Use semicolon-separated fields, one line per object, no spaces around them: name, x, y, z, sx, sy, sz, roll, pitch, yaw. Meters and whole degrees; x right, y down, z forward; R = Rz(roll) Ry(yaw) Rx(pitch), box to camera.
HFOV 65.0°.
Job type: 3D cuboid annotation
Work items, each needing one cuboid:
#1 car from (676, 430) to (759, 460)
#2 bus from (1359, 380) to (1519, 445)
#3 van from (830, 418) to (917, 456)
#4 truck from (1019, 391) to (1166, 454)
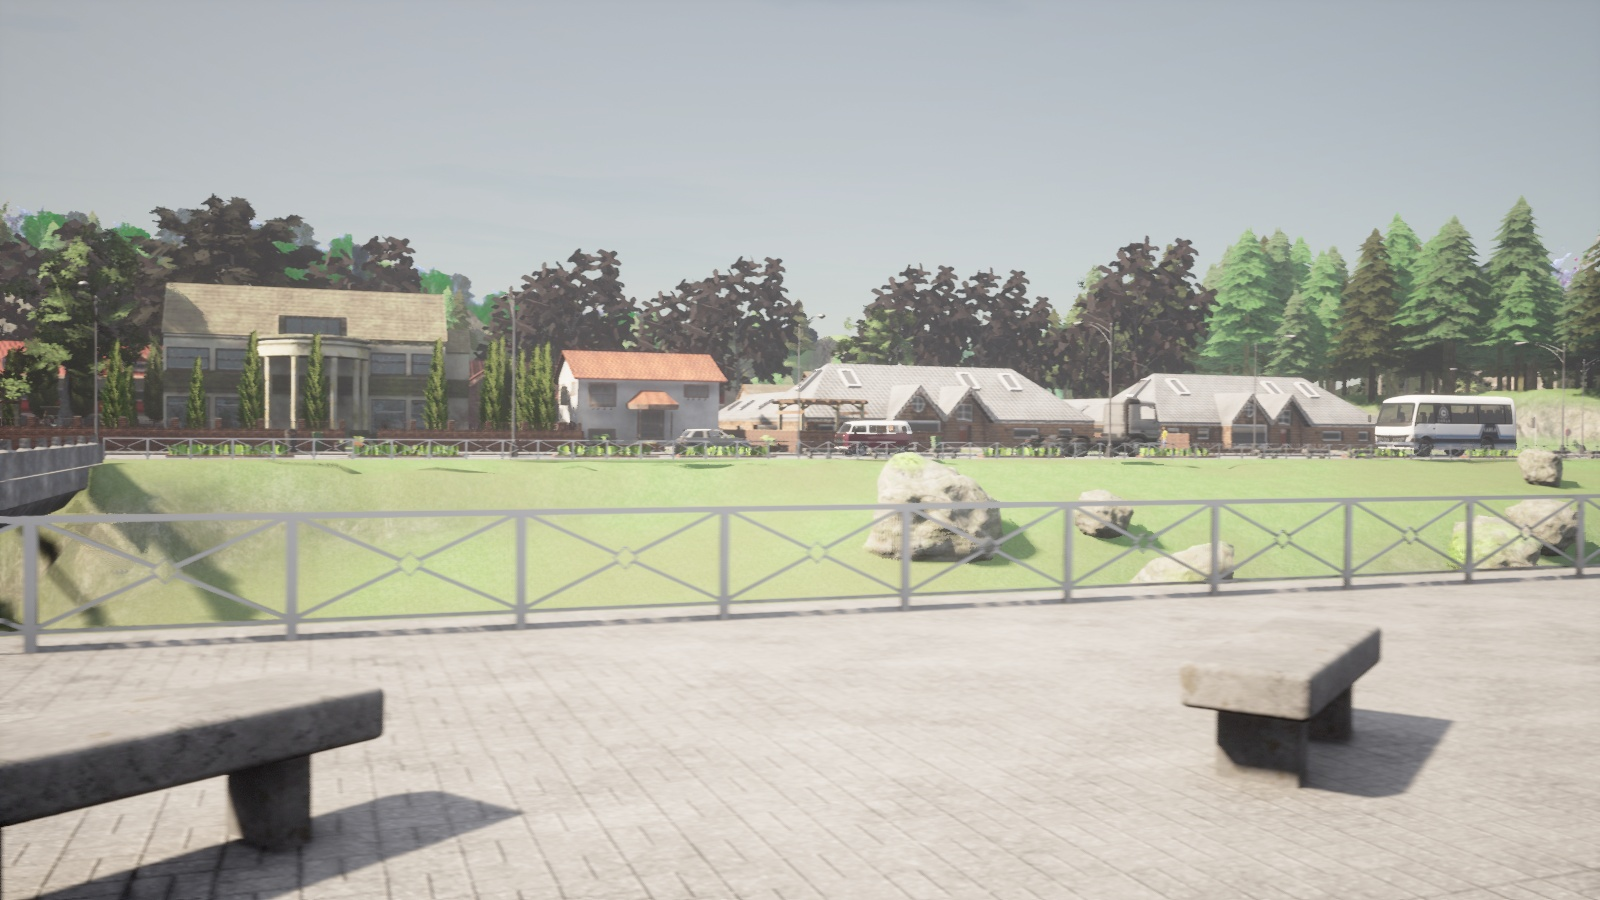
car;-4.214;-0.267;63.918;3.806;1.475;1.970;-1;1;-21
bus;44.100;-2.595;86.660;10.273;4.253;3.944;-1;1;-21
van;4.192;-0.741;71.413;4.480;2.038;2.069;-1;1;-21
truck;16.750;-1.611;71.924;7.936;3.462;2.891;-1;1;-21
